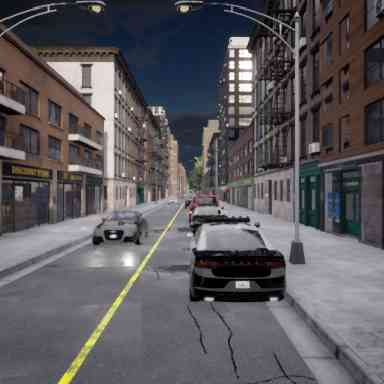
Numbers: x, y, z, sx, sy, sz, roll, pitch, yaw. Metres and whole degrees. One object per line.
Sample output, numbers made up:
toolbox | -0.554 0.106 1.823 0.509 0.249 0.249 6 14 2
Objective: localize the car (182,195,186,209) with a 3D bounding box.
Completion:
car | -0.064 1.548 46.494 1.837 1.490 4.892 0 0 0

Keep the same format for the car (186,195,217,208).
car | 0.860 1.239 24.361 2.150 2.045 5.566 0 0 0

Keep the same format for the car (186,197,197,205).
car | -0.099 1.630 59.885 1.994 1.385 4.181 0 0 0

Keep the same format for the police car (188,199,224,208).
police car | 0.870 1.434 18.440 1.930 1.638 5.238 0 0 0

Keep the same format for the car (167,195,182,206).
car | -3.176 1.587 57.430 1.812 1.442 4.674 0 0 0

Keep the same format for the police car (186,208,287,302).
police car | 0.886 1.427 8.440 1.930 1.638 5.238 0 0 0

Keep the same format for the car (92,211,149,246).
car | -3.125 1.569 15.252 1.994 1.385 4.181 0 0 0
